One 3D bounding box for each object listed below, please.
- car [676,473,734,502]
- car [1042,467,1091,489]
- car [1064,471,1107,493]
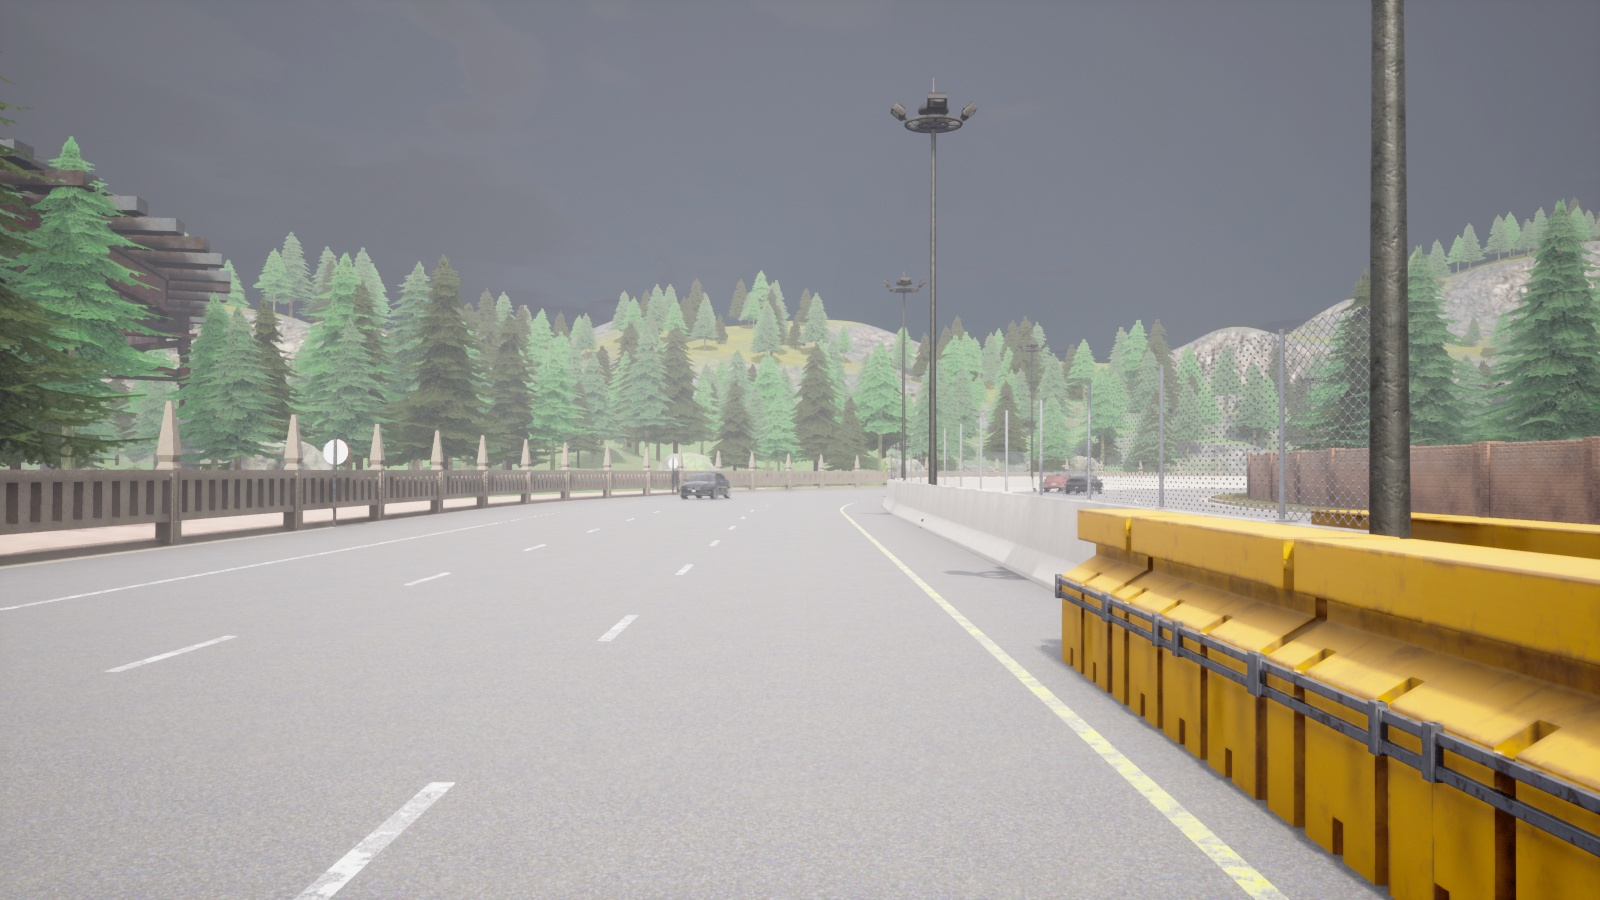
[{"bbox_3d":[-5.089,1.978,67.941,1.837,1.490,4.892,-1,-1,11],"label":"car"},{"bbox_3d":[20.421,2.122,96.133,2.152,1.651,5.027,-1,-1,31],"label":"car"},{"bbox_3d":[20.117,2.218,88.272,1.837,1.490,4.892,-1,-1,26],"label":"car"}]
